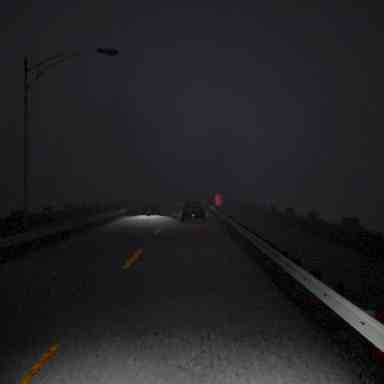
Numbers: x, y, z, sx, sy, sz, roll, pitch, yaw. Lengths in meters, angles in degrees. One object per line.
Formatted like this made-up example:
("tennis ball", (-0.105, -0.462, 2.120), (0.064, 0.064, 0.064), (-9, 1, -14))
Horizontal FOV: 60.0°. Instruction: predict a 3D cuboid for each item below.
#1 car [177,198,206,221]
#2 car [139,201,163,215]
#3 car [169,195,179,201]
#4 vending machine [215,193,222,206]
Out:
("car", (0.104, 1.517, 27.316), (2.128, 1.511, 4.902), (0, 0, 0))
("car", (-4.067, 1.595, 33.632), (1.994, 1.385, 4.181), (0, 0, 0))
("car", (-3.990, 1.430, 75.197), (1.994, 1.385, 4.181), (0, 0, 0))
("vending machine", (4.308, 1.245, 54.640), (1.100, 2.100, 0.880), (0, 0, 0))
